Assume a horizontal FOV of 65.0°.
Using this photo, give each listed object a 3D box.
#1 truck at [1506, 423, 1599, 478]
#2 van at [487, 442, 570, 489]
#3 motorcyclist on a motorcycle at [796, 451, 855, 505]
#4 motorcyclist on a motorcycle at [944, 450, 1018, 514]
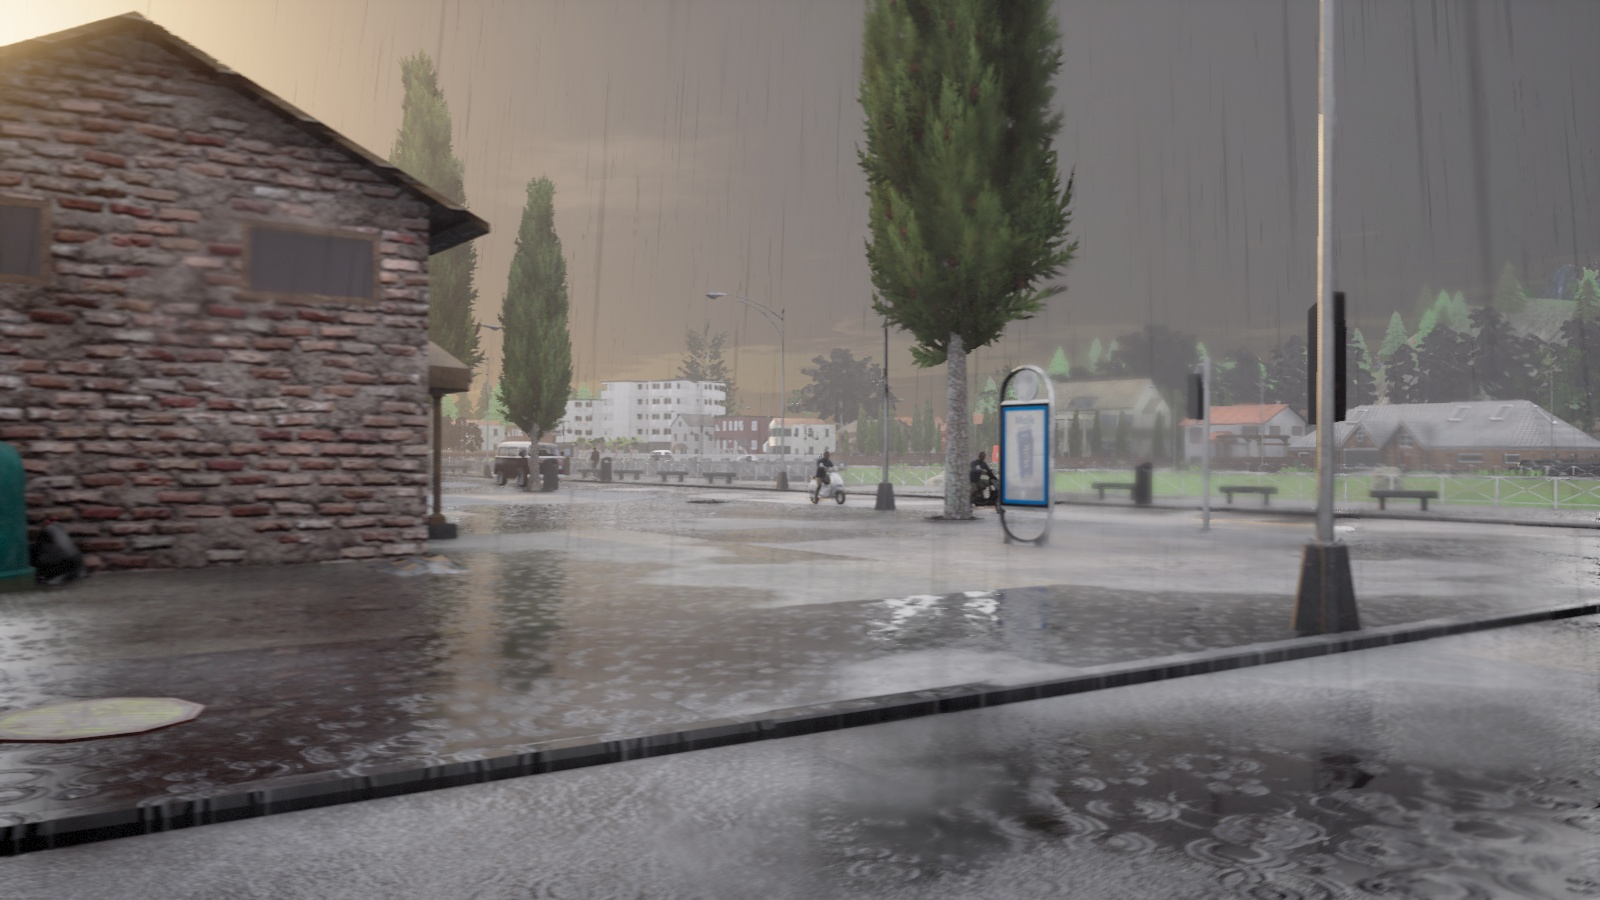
[{"bbox_3d":[50.482,0.017,81.194,2.891,3.462,7.936,0,0,-35],"label":"truck"},{"bbox_3d":[-12.234,0.673,56.360,2.069,2.038,4.480,0,0,-35],"label":"van"},{"bbox_3d":[0.744,0.830,37.733,0.866,1.590,1.817,0,0,-35],"label":"motorcyclist on a motorcycle"},{"bbox_3d":[4.617,0.808,32.176,0.866,1.590,1.817,0,0,-35],"label":"motorcyclist on a motorcycle"}]
